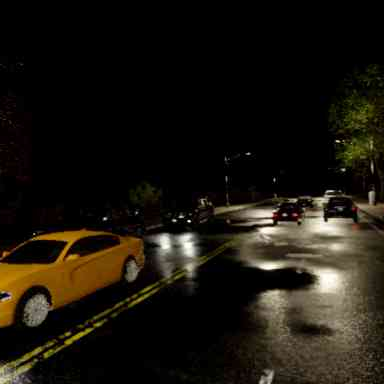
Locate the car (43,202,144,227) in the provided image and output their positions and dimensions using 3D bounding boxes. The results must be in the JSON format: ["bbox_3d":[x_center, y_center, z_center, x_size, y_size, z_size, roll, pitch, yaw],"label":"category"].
[{"bbox_3d":[-4.021,1.521,13.951,2.150,2.045,5.566,-3,-1,22],"label":"car"}]

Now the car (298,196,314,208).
[{"bbox_3d":[14.050,1.237,41.290,2.128,1.511,4.902,-3,-1,22],"label":"car"}]

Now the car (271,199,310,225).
[{"bbox_3d":[6.725,1.462,23.061,2.033,1.411,5.357,-3,-1,22],"label":"car"}]

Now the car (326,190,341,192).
[{"bbox_3d":[16.727,0.836,39.265,2.150,2.045,5.566,-3,-1,22],"label":"car"}]

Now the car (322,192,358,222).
[{"bbox_3d":[10.496,1.110,23.719,2.097,1.767,4.553,-3,-1,22],"label":"car"}]

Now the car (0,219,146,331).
[{"bbox_3d":[-2.986,1.675,7.663,1.882,1.535,5.008,-3,-1,22],"label":"car"}]

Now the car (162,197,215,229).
[{"bbox_3d":[-0.086,1.435,23.728,2.150,2.045,5.566,-3,-1,22],"label":"car"}]
